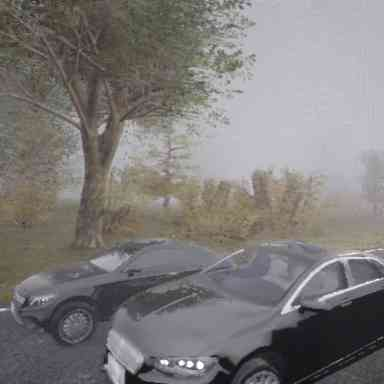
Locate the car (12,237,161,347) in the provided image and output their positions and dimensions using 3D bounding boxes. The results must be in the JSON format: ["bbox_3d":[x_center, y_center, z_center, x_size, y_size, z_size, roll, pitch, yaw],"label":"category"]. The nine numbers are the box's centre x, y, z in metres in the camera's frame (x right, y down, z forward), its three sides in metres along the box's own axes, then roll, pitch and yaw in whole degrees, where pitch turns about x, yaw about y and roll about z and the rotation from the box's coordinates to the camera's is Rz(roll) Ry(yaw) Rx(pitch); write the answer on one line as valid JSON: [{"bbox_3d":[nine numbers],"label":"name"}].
[{"bbox_3d":[-1.075,1.717,6.891,4.674,1.442,1.812,2,-2,-35],"label":"car"}]

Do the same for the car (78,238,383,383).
[{"bbox_3d":[1.289,1.488,4.558,4.902,1.511,2.128,2,0,-35],"label":"car"}]
